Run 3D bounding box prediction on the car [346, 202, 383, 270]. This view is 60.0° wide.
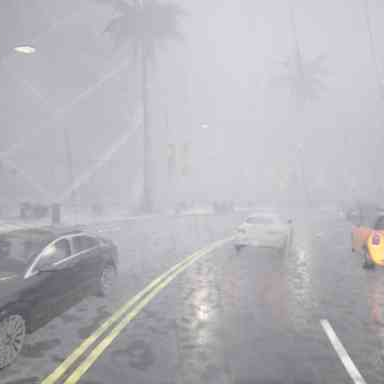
[{"bbox_3d":[6.602,1.418,11.051,2.097,1.767,4.553,1,0,20],"label":"car"}]

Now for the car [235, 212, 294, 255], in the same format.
[{"bbox_3d":[3.026,1.539,13.573,1.812,1.442,4.674,1,0,21],"label":"car"}]

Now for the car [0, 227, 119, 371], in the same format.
[{"bbox_3d":[-2.886,1.440,5.761,2.128,1.511,4.902,1,0,11],"label":"car"}]

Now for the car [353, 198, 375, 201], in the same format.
[{"bbox_3d":[19.789,1.540,39.117,4.553,1.767,2.097,1,0,-21],"label":"car"}]

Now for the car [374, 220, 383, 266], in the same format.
[{"bbox_3d":[5.229,1.564,6.132,1.837,1.490,4.892,1,0,12],"label":"car"}]

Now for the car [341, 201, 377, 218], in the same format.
[{"bbox_3d":[14.916,1.710,28.331,4.181,1.385,1.994,1,0,-36],"label":"car"}]
